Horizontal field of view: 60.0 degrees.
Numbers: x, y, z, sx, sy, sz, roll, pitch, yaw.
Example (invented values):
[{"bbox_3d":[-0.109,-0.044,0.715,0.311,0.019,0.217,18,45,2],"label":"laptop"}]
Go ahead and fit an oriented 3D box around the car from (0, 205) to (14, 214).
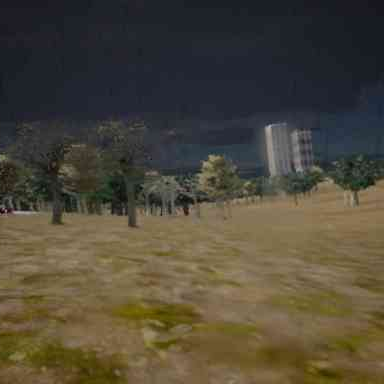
[{"bbox_3d":[-36.130,3.228,64.043,2.097,1.767,4.553,-5,-2,-9],"label":"car"}]
